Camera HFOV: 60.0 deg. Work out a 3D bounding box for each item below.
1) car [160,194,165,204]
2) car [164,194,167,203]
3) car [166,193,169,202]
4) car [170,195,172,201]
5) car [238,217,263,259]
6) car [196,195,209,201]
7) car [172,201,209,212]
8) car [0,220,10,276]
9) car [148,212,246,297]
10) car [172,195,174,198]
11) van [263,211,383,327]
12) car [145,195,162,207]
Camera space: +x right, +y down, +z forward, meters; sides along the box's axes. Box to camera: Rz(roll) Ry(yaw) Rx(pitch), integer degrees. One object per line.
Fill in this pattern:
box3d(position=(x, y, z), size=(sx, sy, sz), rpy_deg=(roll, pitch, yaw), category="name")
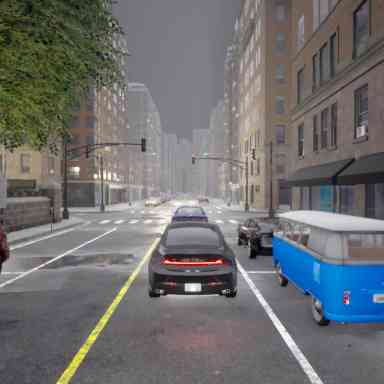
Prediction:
box3d(position=(-6.099, 1.521, 55.814), size=(2.008, 1.369, 4.403), rpy_deg=(0, 0, 0), category="car")
box3d(position=(-6.142, 1.514, 61.265), size=(1.887, 1.381, 4.507), rpy_deg=(0, 0, 0), category="car")
box3d(position=(-6.185, 1.514, 66.716), size=(1.887, 1.381, 4.507), rpy_deg=(0, 0, 0), category="car")
box3d(position=(-6.270, 1.522, 77.617), size=(2.008, 1.369, 4.403), rpy_deg=(0, 0, 0), category="car")
box3d(position=(2.765, 1.563, 12.443), size=(1.947, 1.339, 4.313), rpy_deg=(0, 0, 0), category="car")
box3d(position=(2.339, 1.409, 66.818), size=(1.967, 1.590, 4.097), rpy_deg=(0, 0, 0), category="car")
box3d(position=(-0.103, 1.472, 18.020), size=(1.882, 1.535, 5.008), rpy_deg=(0, 0, 0), category="car")
box3d(position=(-5.716, 1.314, 6.676), size=(2.192, 1.841, 5.009), rpy_deg=(0, 0, 0), category="car")
box3d(position=(0.009, 1.503, 8.525), size=(1.837, 1.490, 4.892), rpy_deg=(0, 0, 0), category="car")
box3d(position=(-6.313, 1.289, 83.068), size=(2.192, 1.841, 5.009), rpy_deg=(0, 0, 0), category="car")
box3d(position=(2.808, 1.340, 6.783), size=(1.690, 1.788, 3.998), rpy_deg=(0, 0, 0), category="van")
box3d(position=(-6.056, 1.498, 50.194), size=(1.752, 1.417, 4.829), rpy_deg=(0, 0, 0), category="car")
